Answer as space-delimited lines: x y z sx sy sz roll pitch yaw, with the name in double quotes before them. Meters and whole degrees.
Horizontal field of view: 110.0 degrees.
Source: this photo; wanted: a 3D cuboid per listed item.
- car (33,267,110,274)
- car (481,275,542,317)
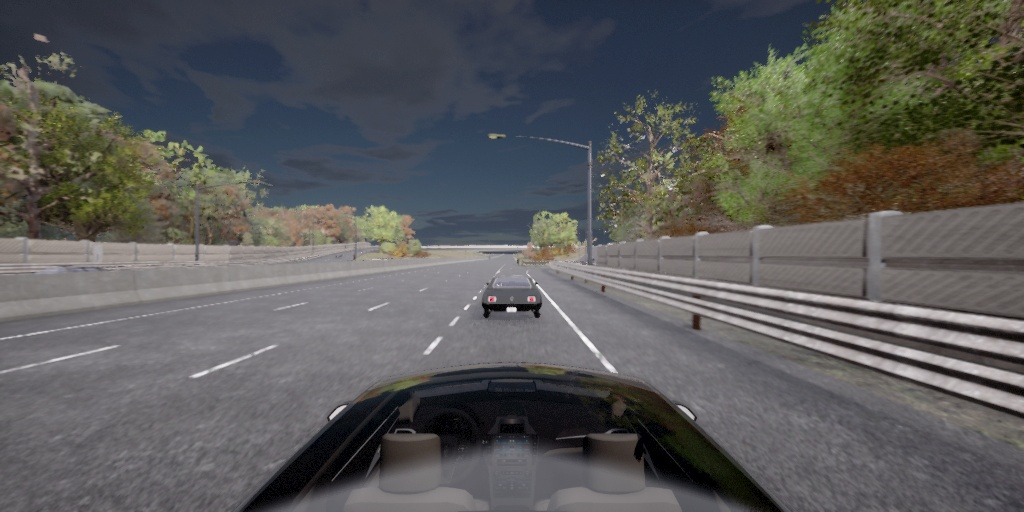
"car" -24.600 1.293 19.920 2.033 1.411 5.357 0 0 0
"car" -0.005 1.347 13.112 1.895 1.301 4.718 0 0 0
